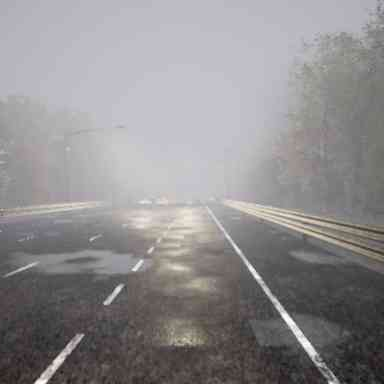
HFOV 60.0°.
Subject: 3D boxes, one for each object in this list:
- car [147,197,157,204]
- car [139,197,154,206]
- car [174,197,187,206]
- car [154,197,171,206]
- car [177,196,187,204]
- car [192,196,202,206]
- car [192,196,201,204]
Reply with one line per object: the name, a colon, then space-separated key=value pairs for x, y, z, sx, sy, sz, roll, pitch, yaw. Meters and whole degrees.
car: x=-9.396 y=2.065 z=78.746 sx=1.837 sy=1.490 sz=4.892 roll=-1 pitch=0 yaw=1
car: x=-9.552 y=2.187 z=68.772 sx=1.895 sy=1.301 sz=4.718 roll=-1 pitch=0 yaw=1
car: x=-2.553 y=2.124 z=68.663 sx=1.895 sy=1.301 sz=4.718 roll=-1 pitch=0 yaw=1
car: x=-6.061 y=2.034 z=68.272 sx=1.882 sy=1.535 sz=5.008 roll=-1 pitch=0 yaw=1
car: x=-2.399 y=1.856 z=78.608 sx=2.097 sy=1.767 sz=4.553 roll=-1 pitch=0 yaw=1
car: x=0.945 y=2.021 z=68.578 sx=1.812 sy=1.442 sz=4.674 roll=-1 pitch=0 yaw=1
car: x=1.100 y=1.824 z=78.553 sx=2.097 sy=1.767 sz=4.553 roll=-1 pitch=0 yaw=1
